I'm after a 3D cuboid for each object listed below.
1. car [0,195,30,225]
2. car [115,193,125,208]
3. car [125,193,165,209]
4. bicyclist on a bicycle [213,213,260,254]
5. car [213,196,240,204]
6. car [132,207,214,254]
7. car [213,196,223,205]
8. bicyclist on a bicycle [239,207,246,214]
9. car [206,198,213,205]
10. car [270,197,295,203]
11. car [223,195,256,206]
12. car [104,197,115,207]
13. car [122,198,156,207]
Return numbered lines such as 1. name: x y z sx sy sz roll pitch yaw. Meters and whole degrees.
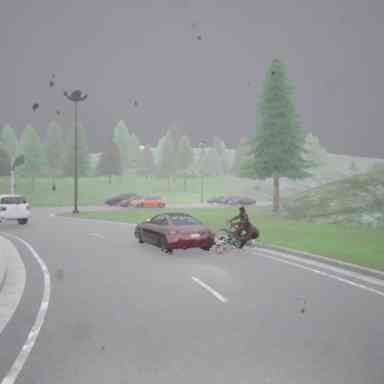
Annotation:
1. car: -13.329 1.208 22.802 5.566 2.045 2.150 0 0 36
2. car: -7.715 1.323 45.642 4.553 1.767 2.097 0 0 -33
3. car: -5.768 1.326 42.735 4.553 1.767 2.097 0 0 -33
4. bicyclist on a bicycle: 1.658 1.519 10.873 1.656 0.582 1.620 -3 -41 -24
5. car: 6.578 1.449 63.420 4.902 1.511 2.128 0 0 -33
6. car: -0.863 1.551 13.763 1.994 1.385 4.181 0 0 -29
7. car: 6.301 1.314 54.900 4.553 1.767 2.097 0 0 -33
8. bicyclist on a bicycle: 1.627 1.324 11.802 1.656 1.620 0.582 19 7 -25
9. car: 4.745 1.466 58.068 4.892 1.490 1.837 0 0 -33
10. car: 17.789 1.586 66.612 4.718 1.301 1.895 0 0 -33
11. car: 7.782 1.456 51.690 4.902 1.511 2.128 0 0 -33
12. car: -10.784 1.182 51.994 5.566 2.045 2.150 -1 0 -33
13. car: -7.896 1.567 49.716 4.718 1.301 1.895 0 0 -33
